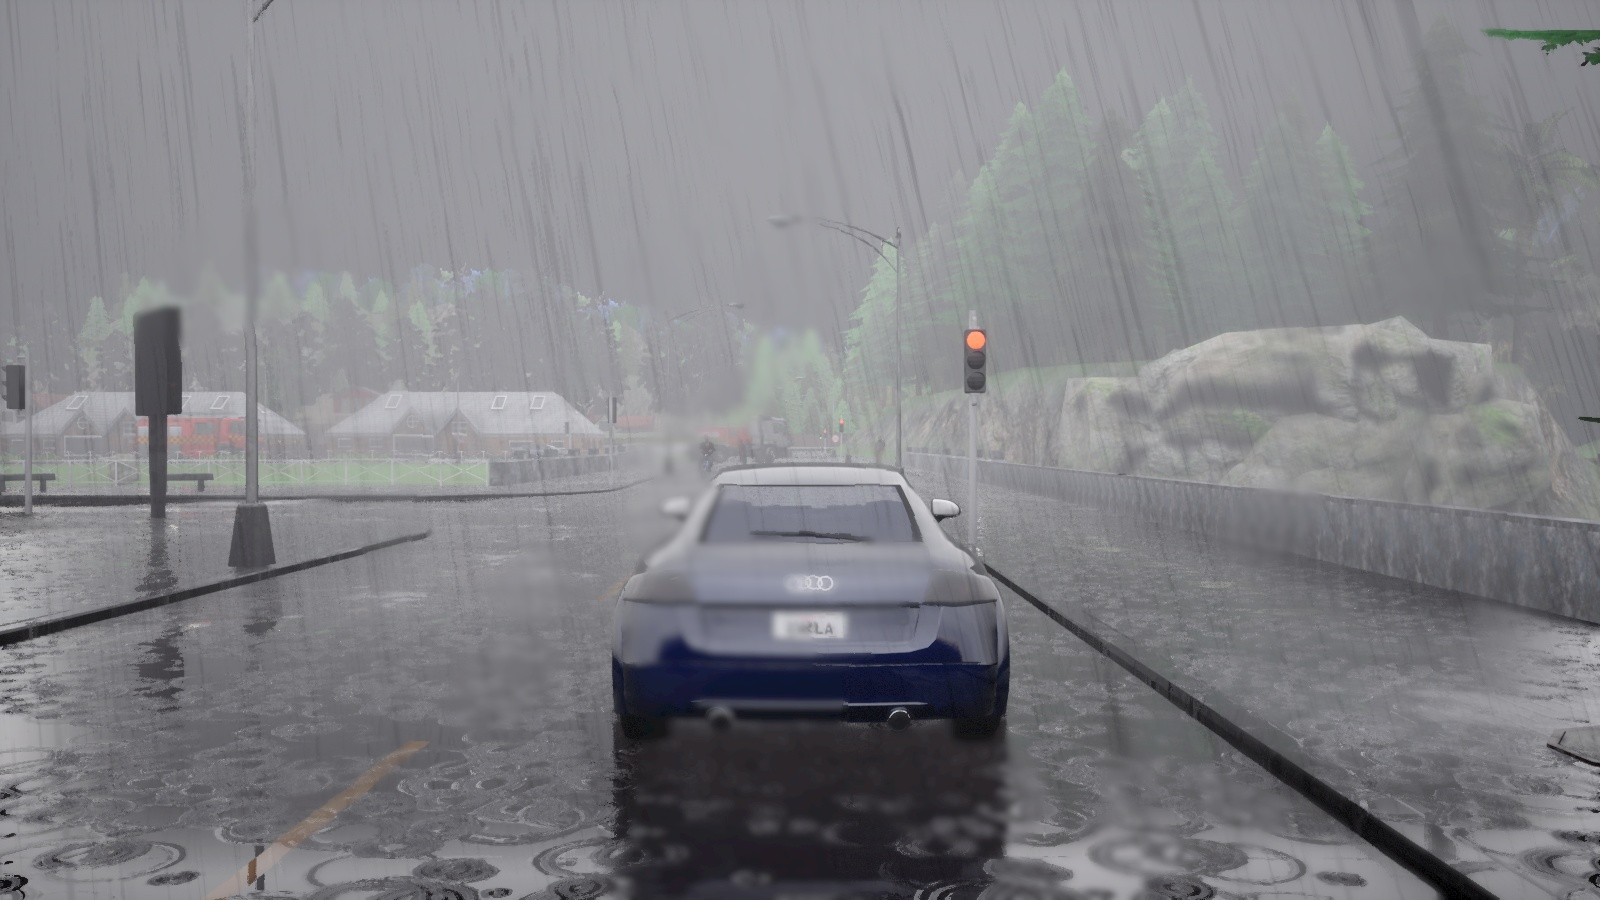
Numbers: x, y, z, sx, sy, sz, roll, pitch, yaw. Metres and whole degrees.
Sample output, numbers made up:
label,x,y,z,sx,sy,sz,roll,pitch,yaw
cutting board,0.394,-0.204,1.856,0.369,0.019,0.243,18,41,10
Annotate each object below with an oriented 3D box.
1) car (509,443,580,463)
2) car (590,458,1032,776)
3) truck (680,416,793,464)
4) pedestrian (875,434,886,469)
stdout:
label,x,y,z,sx,sy,sz,roll,pitch,yaw
car,-18.897,0.206,93.090,4.792,1.488,2.163,0,0,0
car,0.066,0.767,7.763,1.994,1.385,4.181,0,0,1
truck,-4.722,-0.767,93.424,7.936,3.462,2.891,0,1,-22
pedestrian,4.347,0.077,67.762,0.540,1.848,0.694,0,0,1
